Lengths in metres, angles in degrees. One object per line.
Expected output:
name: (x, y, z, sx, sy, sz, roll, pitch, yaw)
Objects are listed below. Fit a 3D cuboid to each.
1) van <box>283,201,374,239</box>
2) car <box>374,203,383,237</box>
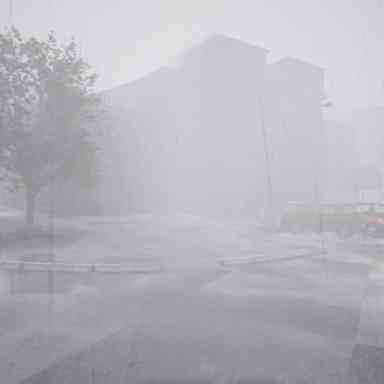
van: (7.540, 1.521, 18.859, 4.442, 1.987, 1.878, 0, -2, 34)
car: (9.838, 1.734, 20.693, 4.553, 1.767, 2.185, 0, -2, 34)
